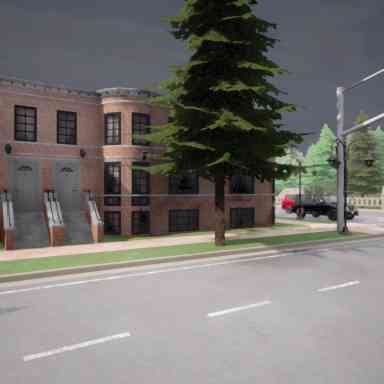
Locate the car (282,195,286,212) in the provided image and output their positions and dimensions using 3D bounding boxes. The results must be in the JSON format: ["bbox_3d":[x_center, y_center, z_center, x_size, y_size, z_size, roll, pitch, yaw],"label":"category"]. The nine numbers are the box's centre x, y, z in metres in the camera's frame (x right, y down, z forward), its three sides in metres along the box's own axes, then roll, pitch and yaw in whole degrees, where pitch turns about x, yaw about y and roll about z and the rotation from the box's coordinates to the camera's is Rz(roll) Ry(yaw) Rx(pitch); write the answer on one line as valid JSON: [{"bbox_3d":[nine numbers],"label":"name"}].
[{"bbox_3d":[11.598,1.221,33.556,2.150,2.045,5.566,0,0,-30],"label":"car"}]

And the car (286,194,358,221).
[{"bbox_3d":[10.933,1.221,27.782,2.150,2.045,5.566,0,0,-28],"label":"car"}]
